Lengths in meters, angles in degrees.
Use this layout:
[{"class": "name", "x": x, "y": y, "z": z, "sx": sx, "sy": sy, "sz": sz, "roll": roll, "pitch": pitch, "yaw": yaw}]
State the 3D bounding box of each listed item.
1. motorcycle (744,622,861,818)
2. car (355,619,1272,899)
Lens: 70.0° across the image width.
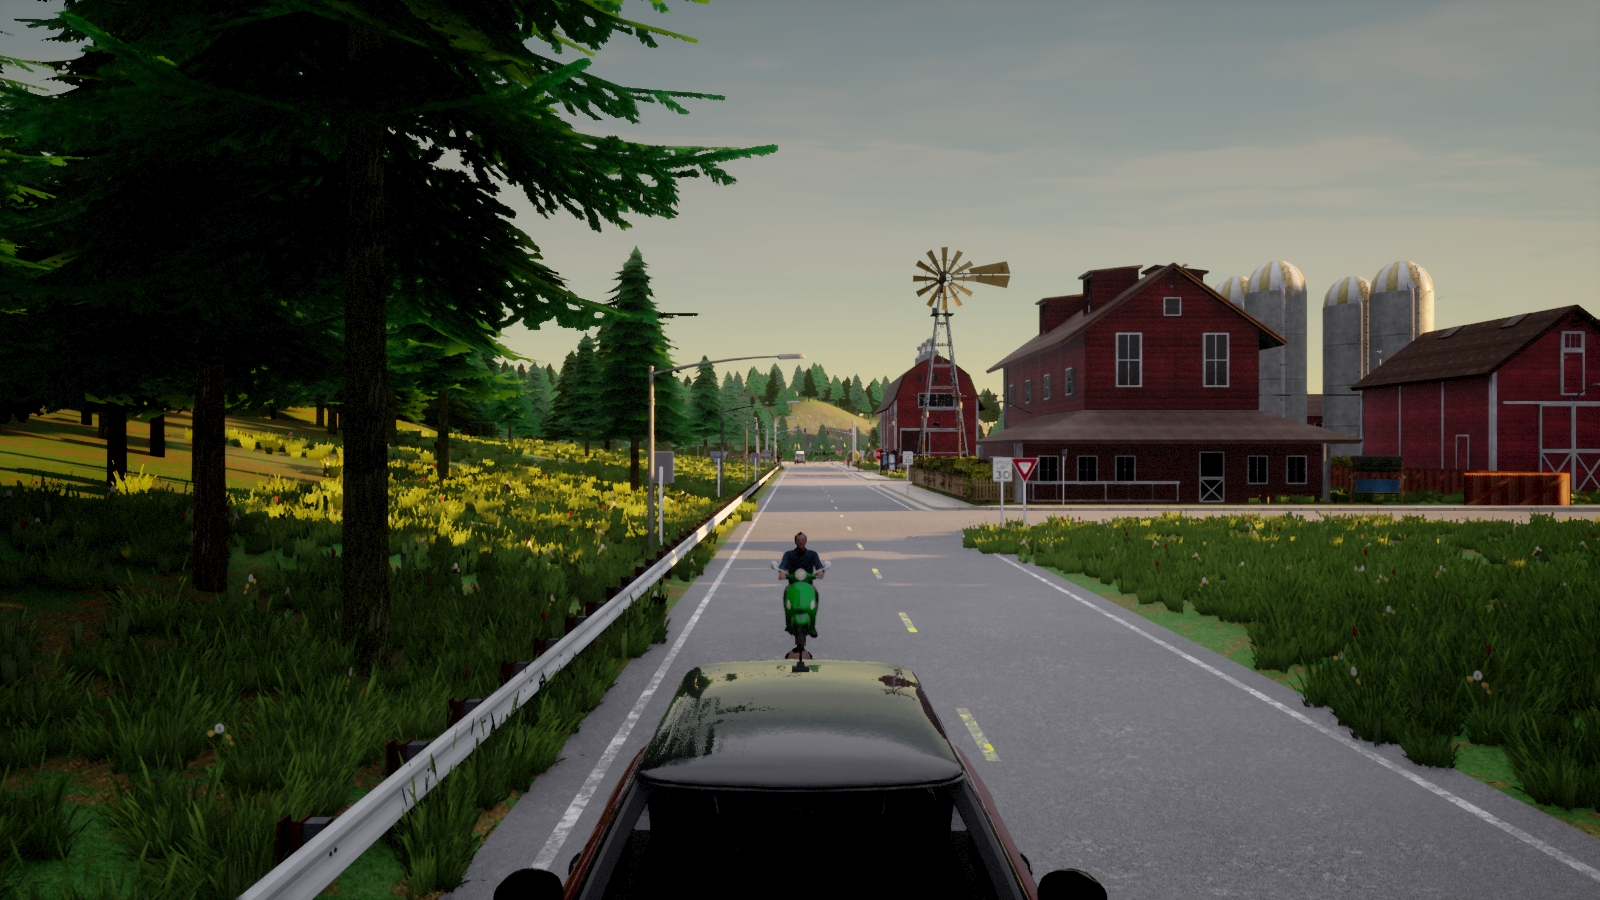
[{"class": "motorcycle", "x": 0.016, "y": 2.230, "z": 9.842, "sx": 0.867, "sy": 1.251, "sz": 2.209, "roll": -2, "pitch": -3, "yaw": 0}, {"class": "car", "x": 0.032, "y": 1.899, "z": 4.503, "sx": 2.097, "sy": 1.767, "sz": 4.553, "roll": 0, "pitch": 0, "yaw": 0}]
